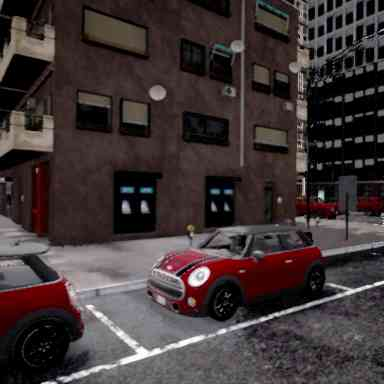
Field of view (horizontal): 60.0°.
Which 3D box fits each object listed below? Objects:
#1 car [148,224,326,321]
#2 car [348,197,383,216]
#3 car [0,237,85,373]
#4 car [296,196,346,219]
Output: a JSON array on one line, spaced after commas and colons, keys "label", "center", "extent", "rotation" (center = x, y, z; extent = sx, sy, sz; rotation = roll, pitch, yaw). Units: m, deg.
[{"label": "car", "center": [1.064, 1.493, 7.312], "extent": [4.097, 1.590, 1.967], "rotation": [1, 0, -35]}, {"label": "car", "center": [16.701, 1.374, 33.189], "extent": [2.192, 1.841, 5.009], "rotation": [2, 0, -36]}, {"label": "car", "center": [-3.564, 1.433, 4.015], "extent": [4.097, 1.590, 1.967], "rotation": [1, 0, -35]}, {"label": "car", "center": [9.956, 1.266, 28.220], "extent": [2.192, 1.841, 5.009], "rotation": [2, 0, -36]}]
